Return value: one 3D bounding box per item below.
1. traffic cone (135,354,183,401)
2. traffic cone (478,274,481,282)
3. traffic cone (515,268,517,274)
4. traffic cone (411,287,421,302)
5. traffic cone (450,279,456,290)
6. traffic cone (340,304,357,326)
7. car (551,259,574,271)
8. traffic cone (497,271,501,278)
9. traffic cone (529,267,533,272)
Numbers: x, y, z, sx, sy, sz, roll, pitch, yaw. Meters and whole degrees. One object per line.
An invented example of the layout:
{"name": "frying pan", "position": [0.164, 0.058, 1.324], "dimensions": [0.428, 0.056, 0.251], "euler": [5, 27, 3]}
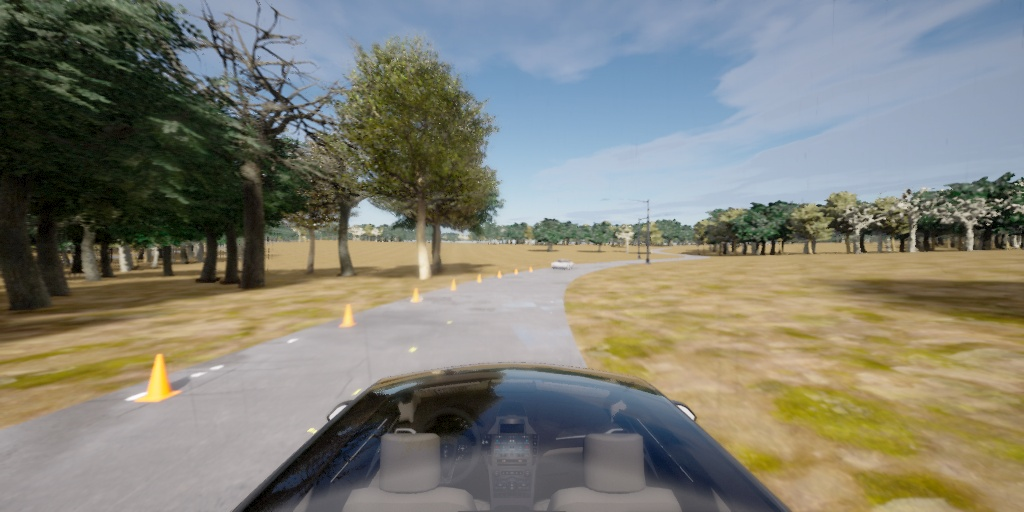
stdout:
{"name": "traffic cone", "position": [-4.920, 1.668, 5.006], "dimensions": [0.340, 0.580, 0.340], "euler": [0, 0, 2]}
{"name": "traffic cone", "position": [-2.295, 1.564, 25.310], "dimensions": [0.340, 0.580, 0.340], "euler": [0, 0, 13]}
{"name": "traffic cone", "position": [0.409, 1.484, 35.193], "dimensions": [0.340, 0.580, 0.340], "euler": [0, 0, 18]}
{"name": "traffic cone", "position": [-4.076, 1.629, 15.219], "dimensions": [0.340, 0.580, 0.340], "euler": [0, 0, 7]}
{"name": "traffic cone", "position": [-3.302, 1.600, 20.286], "dimensions": [0.340, 0.580, 0.340], "euler": [0, 0, 10]}
{"name": "traffic cone", "position": [-4.616, 1.652, 10.122], "dimensions": [0.340, 0.580, 0.340], "euler": [0, 0, 5]}
{"name": "car", "position": [6.312, 1.065, 44.495], "dimensions": [1.895, 1.301, 4.718], "euler": [1, 1, 22]}
{"name": "traffic cone", "position": [-1.058, 1.523, 30.282], "dimensions": [0.340, 0.580, 0.340], "euler": [0, 0, 15]}
{"name": "traffic cone", "position": [2.100, 1.445, 40.030], "dimensions": [0.340, 0.580, 0.340], "euler": [0, 0, 21]}
